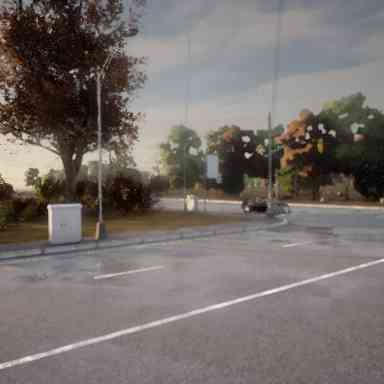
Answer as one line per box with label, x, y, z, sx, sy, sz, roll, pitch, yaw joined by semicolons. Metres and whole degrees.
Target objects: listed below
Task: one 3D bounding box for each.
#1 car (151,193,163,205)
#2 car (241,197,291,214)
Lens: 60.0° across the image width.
car;-6.061;0.966;48.527;2.097;1.767;4.553;-1;1;-33
car;6.377;1.207;28.983;2.128;1.511;4.902;-1;1;-32
